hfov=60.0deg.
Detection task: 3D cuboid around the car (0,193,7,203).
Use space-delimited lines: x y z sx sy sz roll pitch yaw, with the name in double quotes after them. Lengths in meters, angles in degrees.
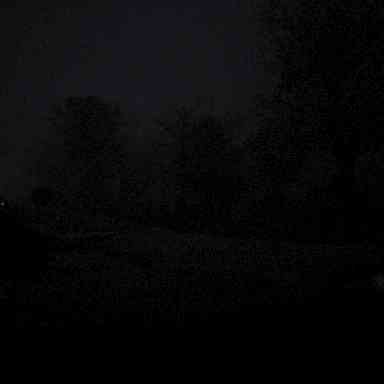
-28.624 0.860 49.139 2.033 1.411 5.357 0 1 -36 "car"
